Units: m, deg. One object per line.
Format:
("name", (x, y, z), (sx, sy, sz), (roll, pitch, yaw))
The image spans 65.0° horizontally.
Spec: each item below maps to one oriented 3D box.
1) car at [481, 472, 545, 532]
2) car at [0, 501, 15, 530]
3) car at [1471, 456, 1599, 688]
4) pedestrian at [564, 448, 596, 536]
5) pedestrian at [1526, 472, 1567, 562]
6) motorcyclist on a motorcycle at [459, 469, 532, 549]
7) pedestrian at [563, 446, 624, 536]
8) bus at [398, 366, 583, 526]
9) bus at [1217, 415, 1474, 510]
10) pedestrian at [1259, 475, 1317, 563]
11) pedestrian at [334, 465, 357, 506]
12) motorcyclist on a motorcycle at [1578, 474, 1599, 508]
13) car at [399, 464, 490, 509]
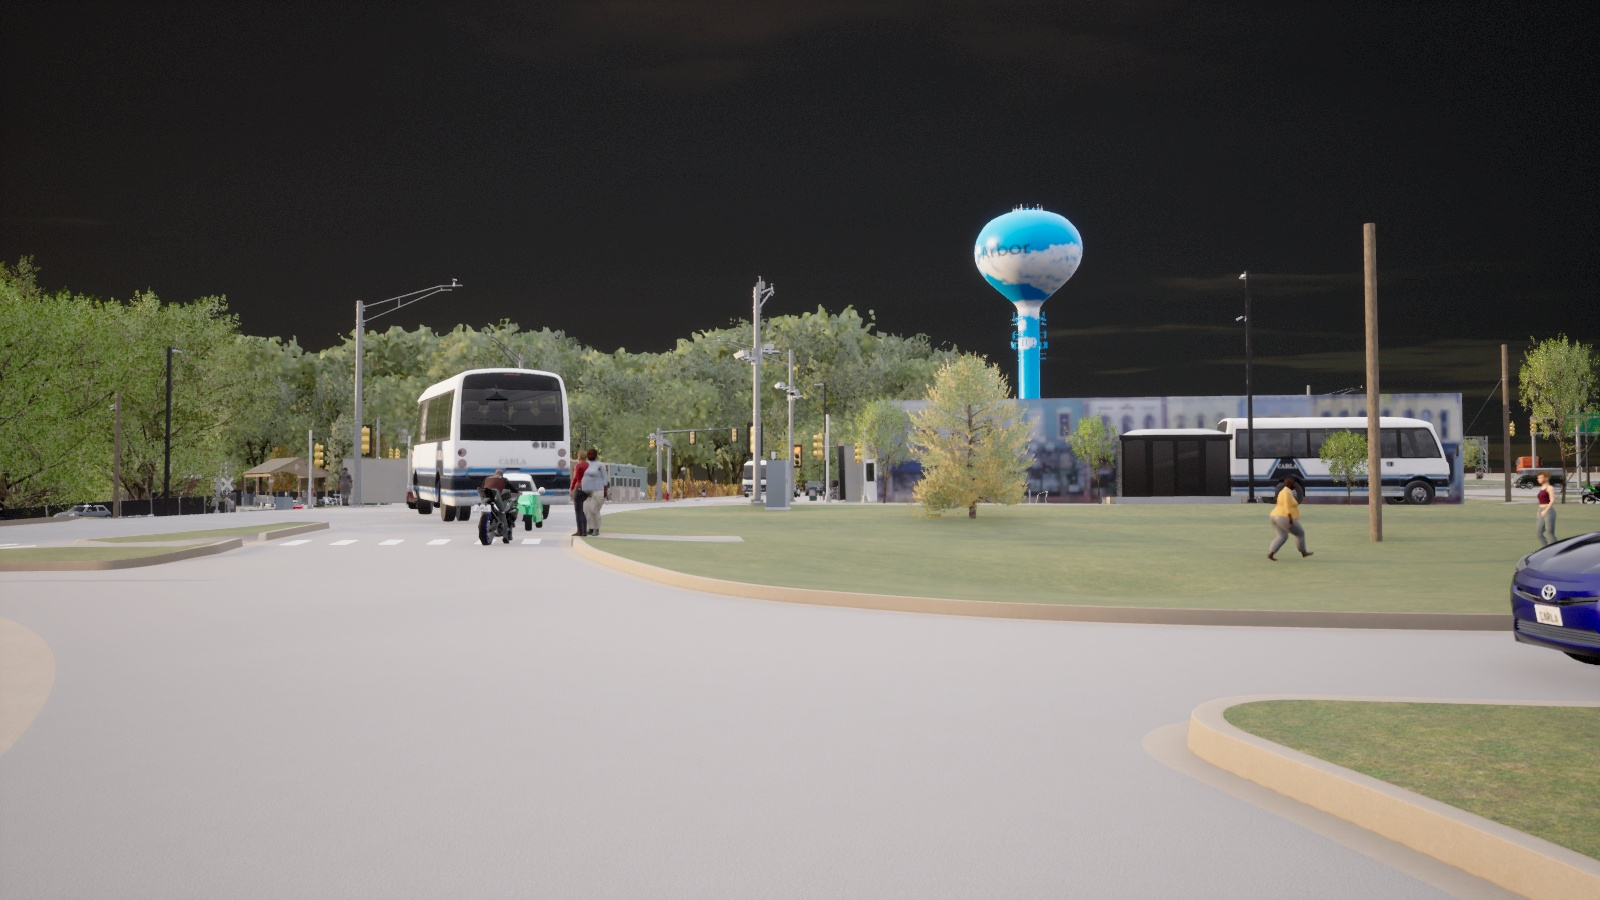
("car", (-7.034, 1.252, 30.901), (1.481, 1.376, 2.207), (0, -1, -11))
("car", (-52.335, 4.214, 79.892), (1.905, 1.878, 3.866), (-1, -1, 14))
("car", (7.532, 0.822, 8.826), (4.514, 1.525, 2.007), (0, -3, 2))
("pedestrian", (-4.635, 0.887, 26.489), (0.636, 1.846, 0.331), (-2, -3, 42))
("pedestrian", (15.324, 1.371, 25.785), (0.594, 1.836, 0.345), (0, -3, 5))
("motorcyclist on a motorcycle", (-6.113, 1.153, 25.372), (0.866, 1.530, 2.191), (0, -1, 2))
("pedestrian", (-4.360, 0.870, 26.544), (0.874, 1.855, 0.900), (-2, -3, 38))
("bus", (-9.866, -0.054, 38.899), (3.944, 4.253, 10.273), (0, -1, -23))
("bus", (25.259, 0.647, 58.804), (10.273, 4.253, 3.944), (0, -3, 8))
("pedestrian", (10.488, 1.471, 27.020), (0.900, 1.855, 0.874), (0, -3, 4))
("pedestrian", (-21.890, 1.713, 60.524), (0.659, 1.952, 0.873), (0, -3, 8))
("motorcyclist on a motorcycle", (36.385, 1.853, 56.625), (2.044, 1.523, 0.797), (-2, -3, 21))
("car", (-13.690, 1.445, 48.730), (2.033, 1.649, 4.856), (0, -2, 1))
